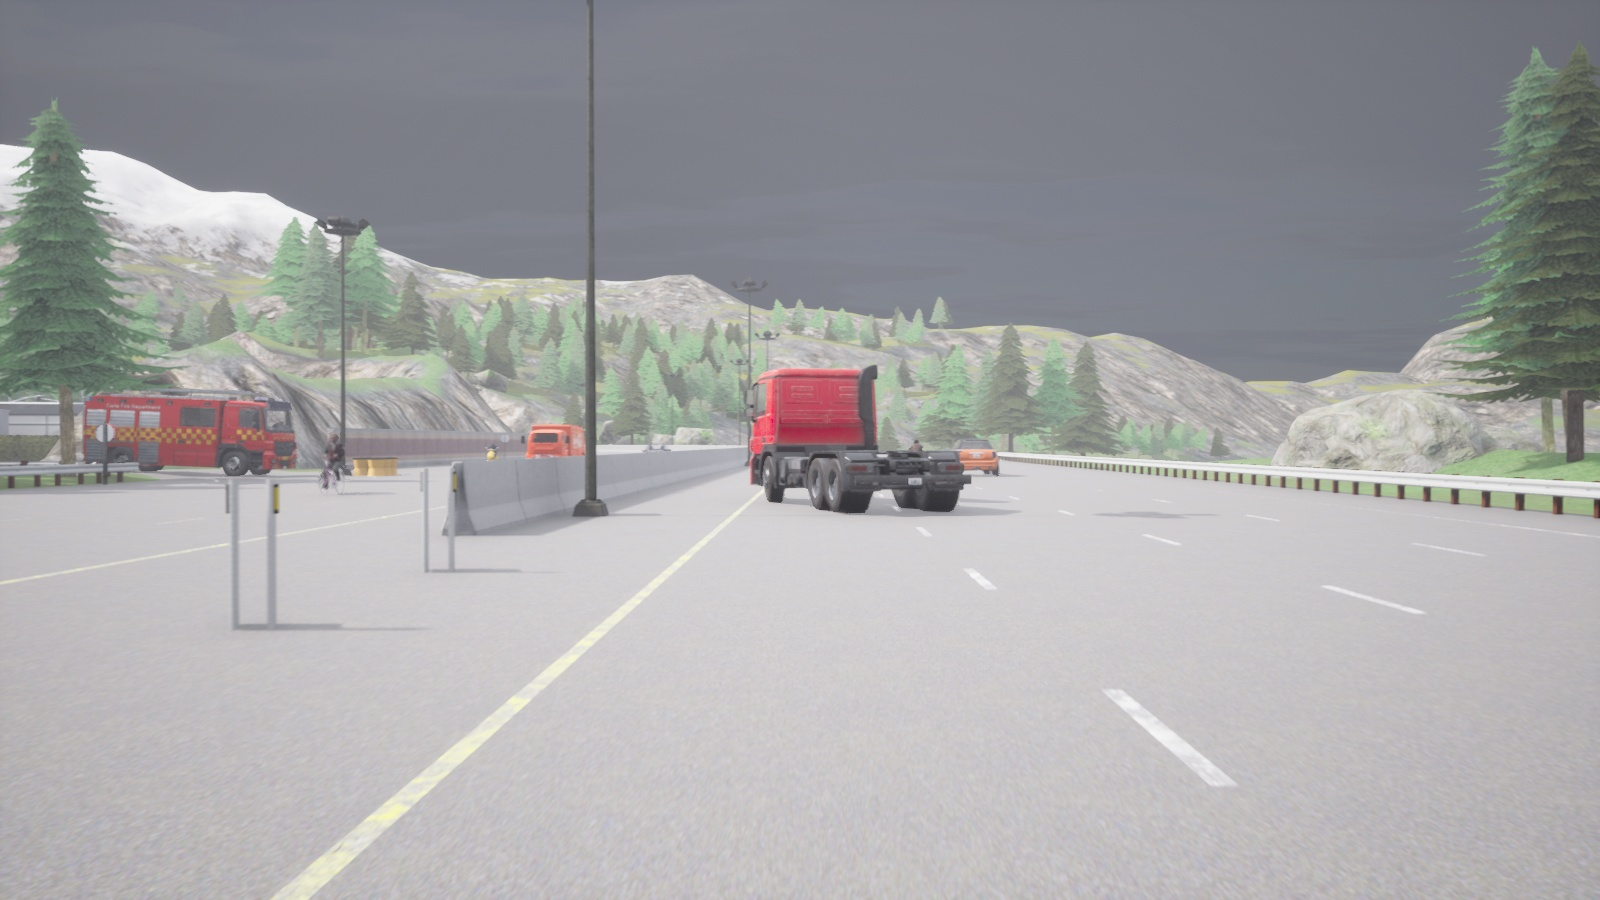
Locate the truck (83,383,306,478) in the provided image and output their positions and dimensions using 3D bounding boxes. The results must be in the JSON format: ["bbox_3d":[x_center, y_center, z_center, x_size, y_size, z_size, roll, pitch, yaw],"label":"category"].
[{"bbox_3d":[-26.938,-0.858,56.125,8.468,3.827,2.891,2,0,2],"label":"truck"}]

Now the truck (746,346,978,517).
[{"bbox_3d":[1.153,-0.402,29.677,2.891,3.462,7.936,0,0,-18],"label":"truck"}]

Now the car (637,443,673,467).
[{"bbox_3d":[-9.320,0.296,80.855,1.845,1.501,3.633,0,0,1],"label":"car"}]

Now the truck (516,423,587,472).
[{"bbox_3d":[-13.030,-0.121,66.244,2.627,2.467,5.204,0,0,1],"label":"truck"}]

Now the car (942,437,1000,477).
[{"bbox_3d":[7.855,0.284,58.100,2.097,1.767,4.553,0,0,1],"label":"car"}]

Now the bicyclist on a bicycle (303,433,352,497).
[{"bbox_3d":[-13.469,0.403,35.852,0.659,1.776,1.843,0,0,1],"label":"bicyclist on a bicycle"}]
